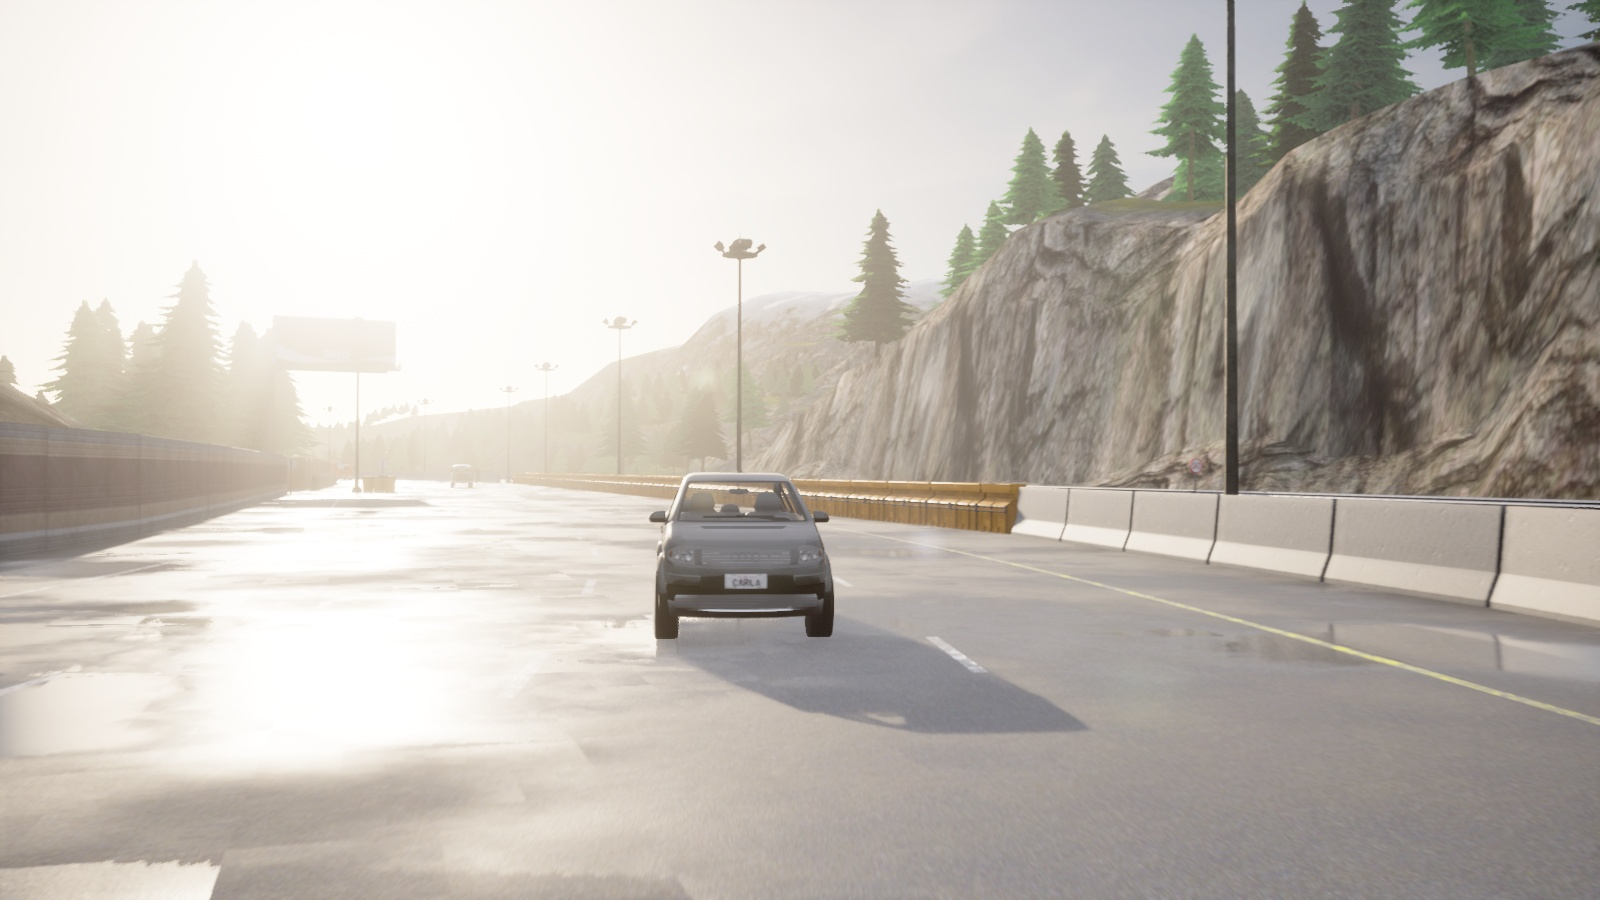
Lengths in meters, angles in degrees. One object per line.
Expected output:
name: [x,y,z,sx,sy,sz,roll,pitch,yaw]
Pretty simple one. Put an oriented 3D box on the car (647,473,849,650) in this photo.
car: [-0.648,1.013,12.992,1.789,1.549,3.705,0,-1,-6]
